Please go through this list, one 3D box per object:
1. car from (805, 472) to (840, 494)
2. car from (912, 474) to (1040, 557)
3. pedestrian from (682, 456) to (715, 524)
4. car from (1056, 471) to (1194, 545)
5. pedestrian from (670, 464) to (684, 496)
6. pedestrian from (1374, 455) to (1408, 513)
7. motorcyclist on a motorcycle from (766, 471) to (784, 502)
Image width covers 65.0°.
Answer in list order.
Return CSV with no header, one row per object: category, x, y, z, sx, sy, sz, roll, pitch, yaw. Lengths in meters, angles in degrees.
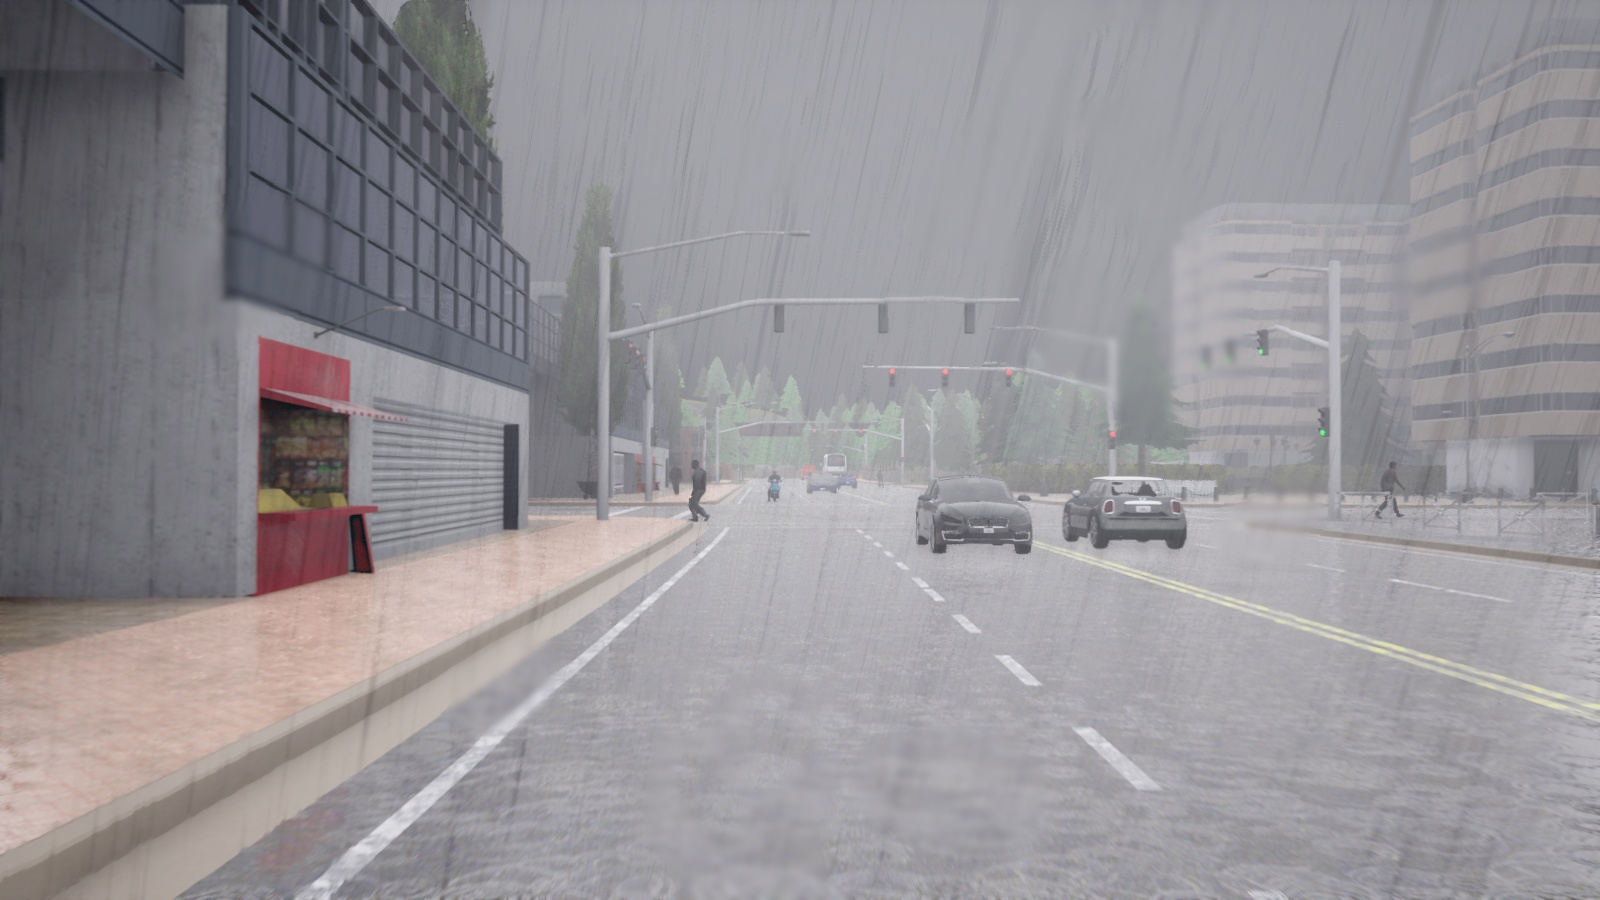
car,1.538,2.278,87.807,2.163,1.488,4.792,0,-1,-2
car,3.425,1.229,25.266,1.837,1.490,4.892,0,-1,-1
pedestrian,-2.828,1.109,35.090,0.849,1.883,0.563,0,-1,1
car,6.909,1.207,27.130,1.970,1.475,3.806,0,-1,0
pedestrian,-6.985,1.693,71.184,0.634,1.844,0.899,0,-1,4
pedestrian,18.238,1.049,38.773,0.869,1.805,0.328,0,-1,-2
motorcyclist on a motorcycle,-1.264,1.841,63.765,0.866,1.590,1.817,0,-1,-2
